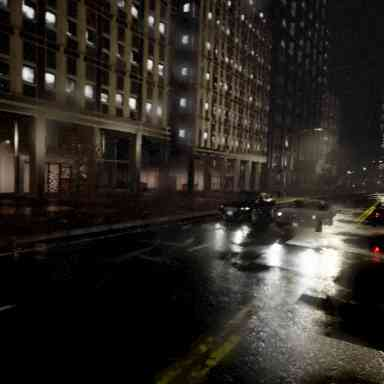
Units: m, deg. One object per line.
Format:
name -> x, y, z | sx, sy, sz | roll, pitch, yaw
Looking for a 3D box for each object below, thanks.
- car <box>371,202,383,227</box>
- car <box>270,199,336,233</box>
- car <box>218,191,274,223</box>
car -> 10.842, 1.175, 17.894 | 1.895, 1.301, 4.718 | 4, 3, 32
car -> 5.565, 1.036, 15.938 | 1.895, 1.301, 4.718 | 4, 3, 32
car -> 3.144, 0.708, 18.168 | 2.128, 1.511, 4.902 | 4, 3, 32
